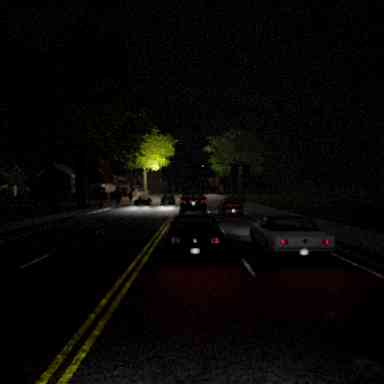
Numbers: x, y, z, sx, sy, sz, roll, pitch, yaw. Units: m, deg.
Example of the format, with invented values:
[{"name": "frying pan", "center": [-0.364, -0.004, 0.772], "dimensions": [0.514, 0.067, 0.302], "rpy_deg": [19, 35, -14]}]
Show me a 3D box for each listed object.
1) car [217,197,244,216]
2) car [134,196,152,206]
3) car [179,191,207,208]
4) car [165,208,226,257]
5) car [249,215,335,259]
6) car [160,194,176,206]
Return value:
[{"name": "car", "center": [3.348, 1.237, 29.208], "dimensions": [1.837, 1.490, 4.892], "rpy_deg": [0, 0, 0]}, {"name": "car", "center": [-6.523, 1.183, 44.729], "dimensions": [1.895, 1.301, 4.718], "rpy_deg": [0, 1, 0]}, {"name": "car", "center": [0.099, 0.960, 28.507], "dimensions": [2.150, 2.045, 5.566], "rpy_deg": [0, 0, 0]}, {"name": "car", "center": [0.100, 1.489, 12.368], "dimensions": [1.895, 1.301, 4.718], "rpy_deg": [0, 1, 0]}, {"name": "car", "center": [3.350, 1.491, 12.149], "dimensions": [1.895, 1.301, 4.718], "rpy_deg": [0, 1, 0]}, {"name": "car", "center": [-3.263, 1.066, 45.674], "dimensions": [2.128, 1.511, 4.902], "rpy_deg": [0, 0, 0]}]
